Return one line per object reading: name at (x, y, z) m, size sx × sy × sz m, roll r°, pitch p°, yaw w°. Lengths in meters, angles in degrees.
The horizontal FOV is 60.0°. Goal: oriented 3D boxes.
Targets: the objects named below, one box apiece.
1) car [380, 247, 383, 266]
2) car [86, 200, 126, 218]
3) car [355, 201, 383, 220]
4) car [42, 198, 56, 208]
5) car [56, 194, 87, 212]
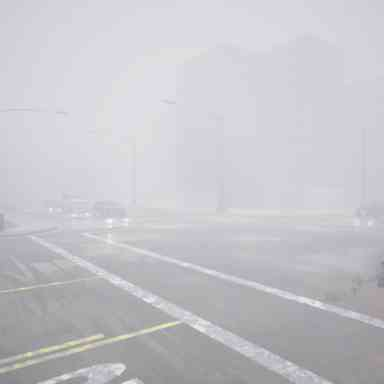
car at (7.118, 1.618, 9.046) m, size 4.718 × 1.301 × 1.895 m, roll 0°, pitch 0°, yaw -37°
car at (-7.705, 1.501, 30.470) m, size 1.837 × 1.490 × 4.892 m, roll 0°, pitch 0°, yaw -36°
car at (16.481, 1.596, 29.726) m, size 4.902 × 1.511 × 2.128 m, roll 1°, pitch -1°, yaw -38°
car at (-19.629, 1.560, 46.661) m, size 1.994 × 1.385 × 4.181 m, roll 0°, pitch 0°, yaw -37°
car at (-13.652, 1.216, 38.541) m, size 2.150 × 2.045 × 5.566 m, roll 0°, pitch 0°, yaw -36°
